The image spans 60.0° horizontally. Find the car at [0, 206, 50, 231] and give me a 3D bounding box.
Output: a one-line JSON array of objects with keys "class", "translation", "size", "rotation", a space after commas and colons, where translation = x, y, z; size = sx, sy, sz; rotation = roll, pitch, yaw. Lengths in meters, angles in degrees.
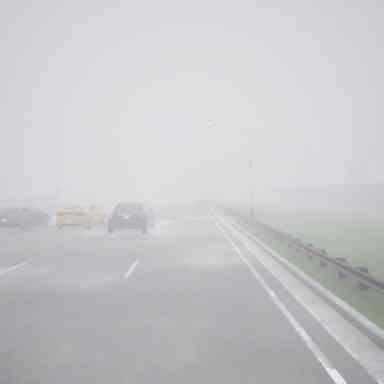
[{"class": "car", "translation": [-10.400, 1.537, 20.472], "size": [1.994, 1.385, 4.181], "rotation": [0, 0, 0]}]

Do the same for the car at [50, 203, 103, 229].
[{"class": "car", "translation": [-6.900, 1.450, 21.184], "size": [1.882, 1.535, 5.008], "rotation": [0, 0, 0]}]

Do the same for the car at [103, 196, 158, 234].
[{"class": "car", "translation": [-3.401, 1.327, 19.323], "size": [2.097, 1.767, 4.553], "rotation": [0, 0, 0]}]

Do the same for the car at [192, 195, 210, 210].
[{"class": "car", "translation": [1.224, 1.422, 42.630], "size": [1.882, 1.535, 5.008], "rotation": [0, 0, 0]}]

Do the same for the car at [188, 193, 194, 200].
[{"class": "car", "translation": [-0.001, 1.327, 82.761], "size": [1.994, 1.385, 4.181], "rotation": [0, 0, 0]}]
